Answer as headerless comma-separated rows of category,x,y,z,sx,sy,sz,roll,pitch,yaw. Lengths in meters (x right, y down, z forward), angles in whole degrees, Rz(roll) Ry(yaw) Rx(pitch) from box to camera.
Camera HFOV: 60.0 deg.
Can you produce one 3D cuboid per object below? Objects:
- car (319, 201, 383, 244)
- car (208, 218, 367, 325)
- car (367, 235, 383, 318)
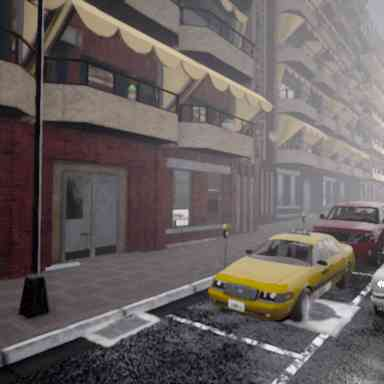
car,5.830,1.292,11.711,2.192,1.841,5.009,2,1,39
car,2.243,1.519,7.281,1.752,1.417,4.829,2,1,39
car,5.003,1.579,6.645,1.895,1.301,4.718,0,0,39
